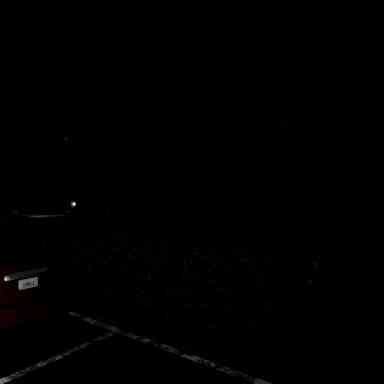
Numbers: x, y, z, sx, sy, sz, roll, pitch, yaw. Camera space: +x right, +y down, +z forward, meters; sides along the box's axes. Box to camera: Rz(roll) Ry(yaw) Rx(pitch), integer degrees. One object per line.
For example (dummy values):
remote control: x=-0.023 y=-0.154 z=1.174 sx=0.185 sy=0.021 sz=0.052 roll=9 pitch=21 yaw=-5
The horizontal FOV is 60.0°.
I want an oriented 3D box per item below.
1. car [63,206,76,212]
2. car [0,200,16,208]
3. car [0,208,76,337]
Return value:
car: x=-12.159 y=1.838 z=37.944 sx=1.895 sy=1.301 sz=4.718 roll=-1 pitch=-1 yaw=36
car: x=-18.234 y=1.503 z=29.758 sx=2.097 sy=1.767 sz=4.553 roll=-1 pitch=-1 yaw=37
car: x=-4.135 y=1.316 z=5.901 sx=5.009 sy=1.841 sz=2.192 roll=0 pitch=-1 yaw=36
